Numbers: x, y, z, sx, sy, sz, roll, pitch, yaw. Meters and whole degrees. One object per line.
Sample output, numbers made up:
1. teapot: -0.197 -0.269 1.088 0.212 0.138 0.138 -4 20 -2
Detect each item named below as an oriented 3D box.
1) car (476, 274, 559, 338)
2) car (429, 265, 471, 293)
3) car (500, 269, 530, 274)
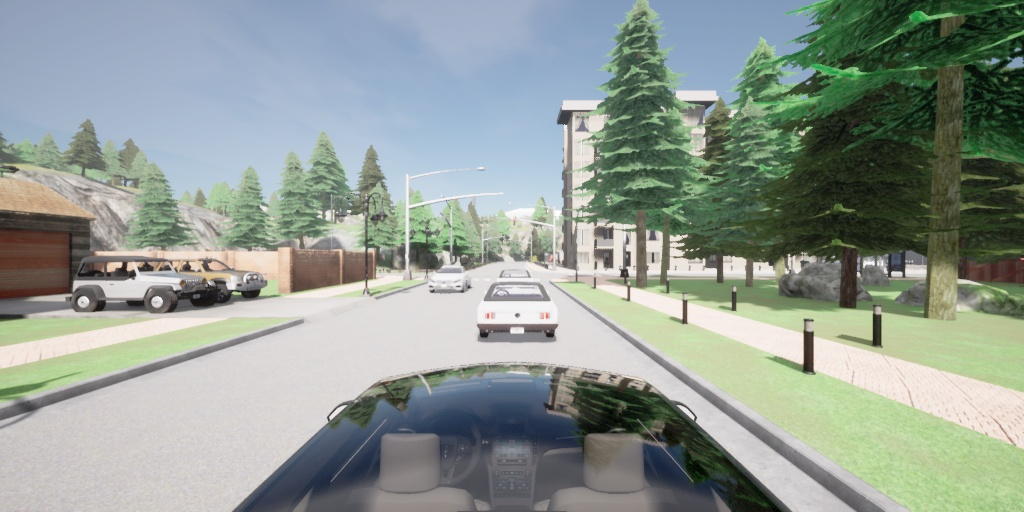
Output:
1. car: 0.131 1.350 10.148 1.895 1.301 4.718 0 0 0
2. car: -3.452 1.274 20.662 1.812 1.442 4.674 0 0 1
3. car: 0.160 1.349 19.316 1.895 1.301 4.718 0 0 0
